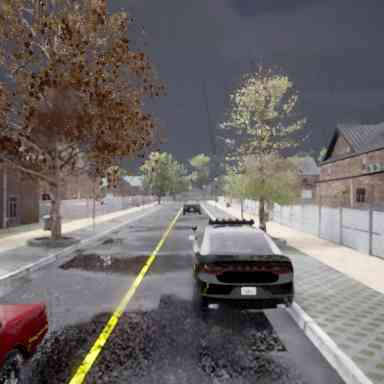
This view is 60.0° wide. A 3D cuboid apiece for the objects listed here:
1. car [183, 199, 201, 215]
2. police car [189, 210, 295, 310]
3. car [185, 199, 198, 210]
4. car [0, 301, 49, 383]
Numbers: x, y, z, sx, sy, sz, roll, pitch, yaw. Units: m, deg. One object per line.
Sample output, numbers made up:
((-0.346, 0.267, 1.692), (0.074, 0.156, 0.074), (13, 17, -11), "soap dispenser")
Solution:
((-0.004, 1.648, 36.140), (1.882, 1.535, 5.008), (0, 0, 0), "car")
((0.944, 1.463, 8.149), (1.930, 1.638, 5.238), (0, 0, 0), "police car")
((-0.054, 1.750, 46.584), (1.812, 1.442, 4.674), (0, 0, 0), "car")
((-2.755, 1.610, 2.028), (1.895, 1.301, 4.718), (0, 0, 0), "car")
